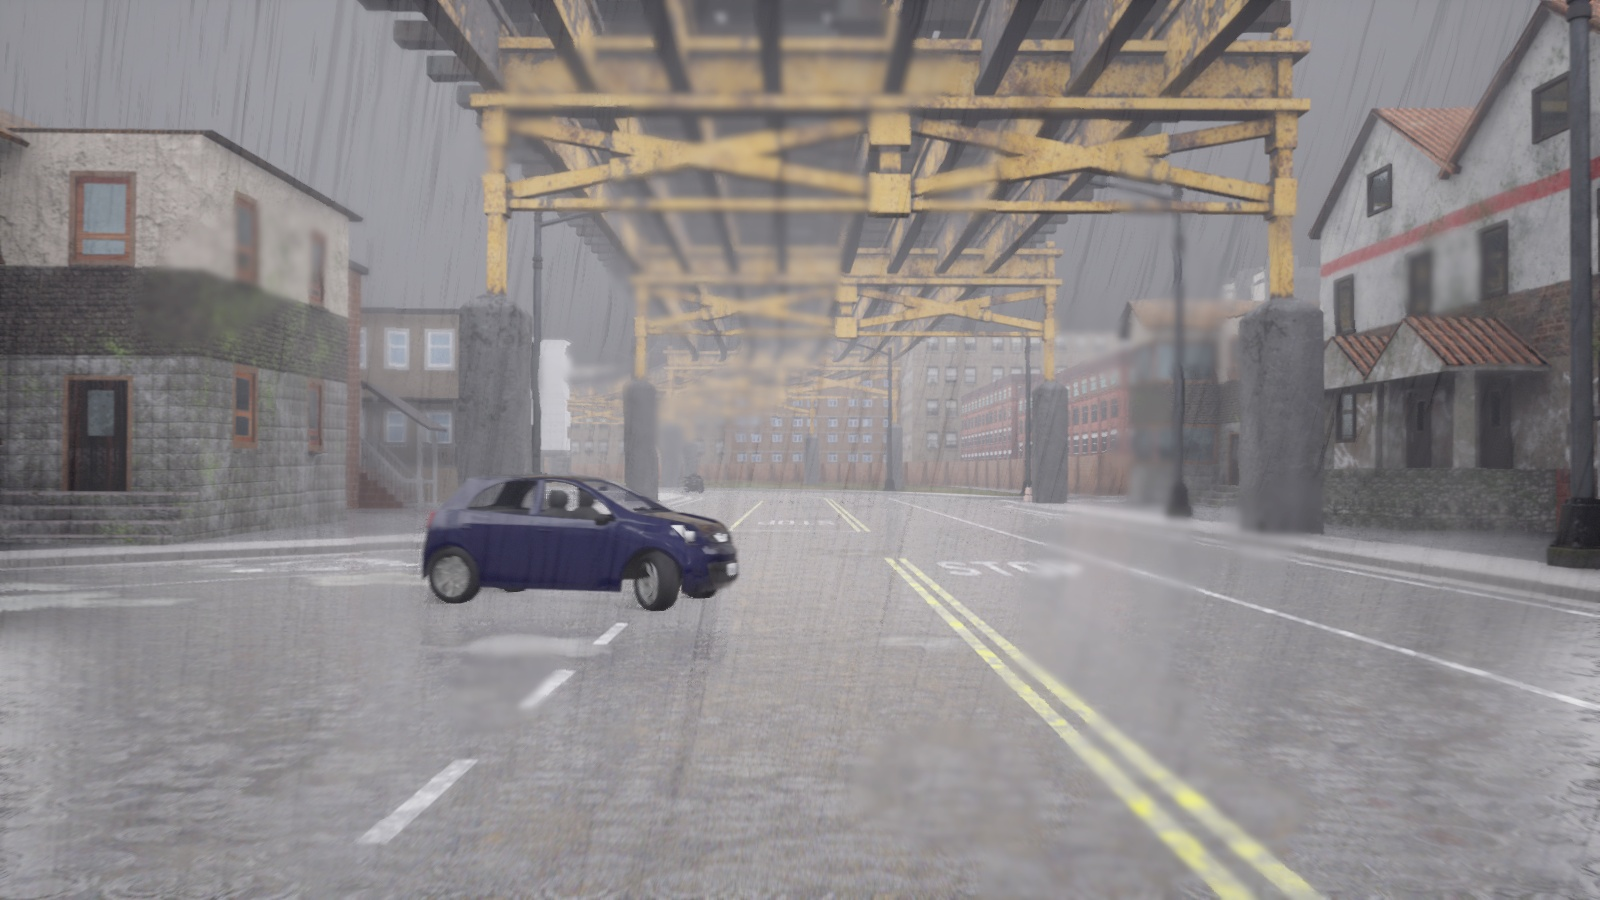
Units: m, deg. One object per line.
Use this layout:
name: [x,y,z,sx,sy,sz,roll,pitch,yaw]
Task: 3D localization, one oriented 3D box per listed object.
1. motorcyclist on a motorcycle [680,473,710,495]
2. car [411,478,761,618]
motorcyclist on a motorcycle: [-7.313,2.340,87.304,0.866,1.530,2.191,0,-1,-44]
car: [-2.480,1.087,14.881,3.633,1.501,1.845,0,-2,16]
